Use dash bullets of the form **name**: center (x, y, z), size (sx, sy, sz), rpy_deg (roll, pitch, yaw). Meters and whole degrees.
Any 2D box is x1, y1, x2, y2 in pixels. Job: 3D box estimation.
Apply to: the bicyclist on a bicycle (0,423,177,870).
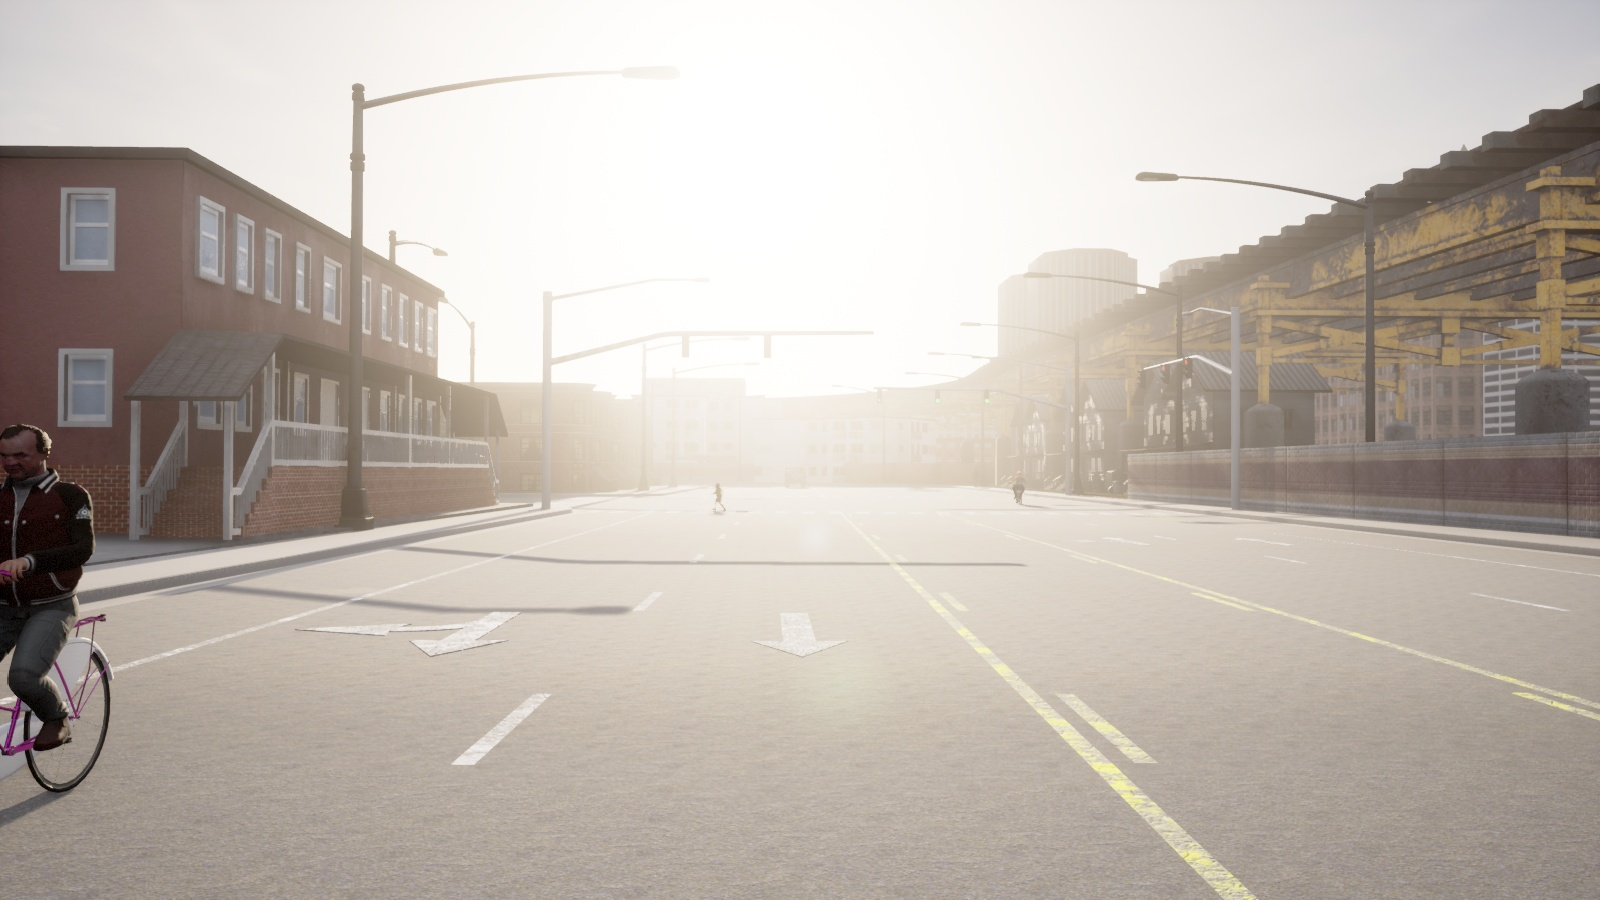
- **bicyclist on a bicycle**: center (-3.513, 0.791, 5.486), size (0.659, 1.776, 1.843), rpy_deg (0, -1, 0)
